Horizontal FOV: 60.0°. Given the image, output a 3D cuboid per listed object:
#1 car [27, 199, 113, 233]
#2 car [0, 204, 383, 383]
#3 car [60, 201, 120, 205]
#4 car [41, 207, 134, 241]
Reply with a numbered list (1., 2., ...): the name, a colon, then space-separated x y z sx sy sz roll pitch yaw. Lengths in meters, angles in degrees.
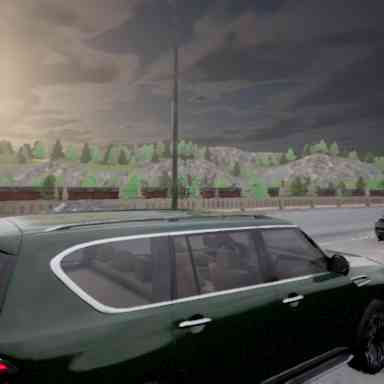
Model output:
1. car: -7.369 1.352 20.230 4.553 1.767 2.097 0 0 -35
2. car: 0.270 1.222 3.940 5.566 2.045 2.150 0 0 -35
3. car: -4.350 1.352 13.785 4.553 1.767 2.097 0 0 -35
4. car: -5.401 1.564 17.335 4.181 1.385 1.994 0 0 -35
